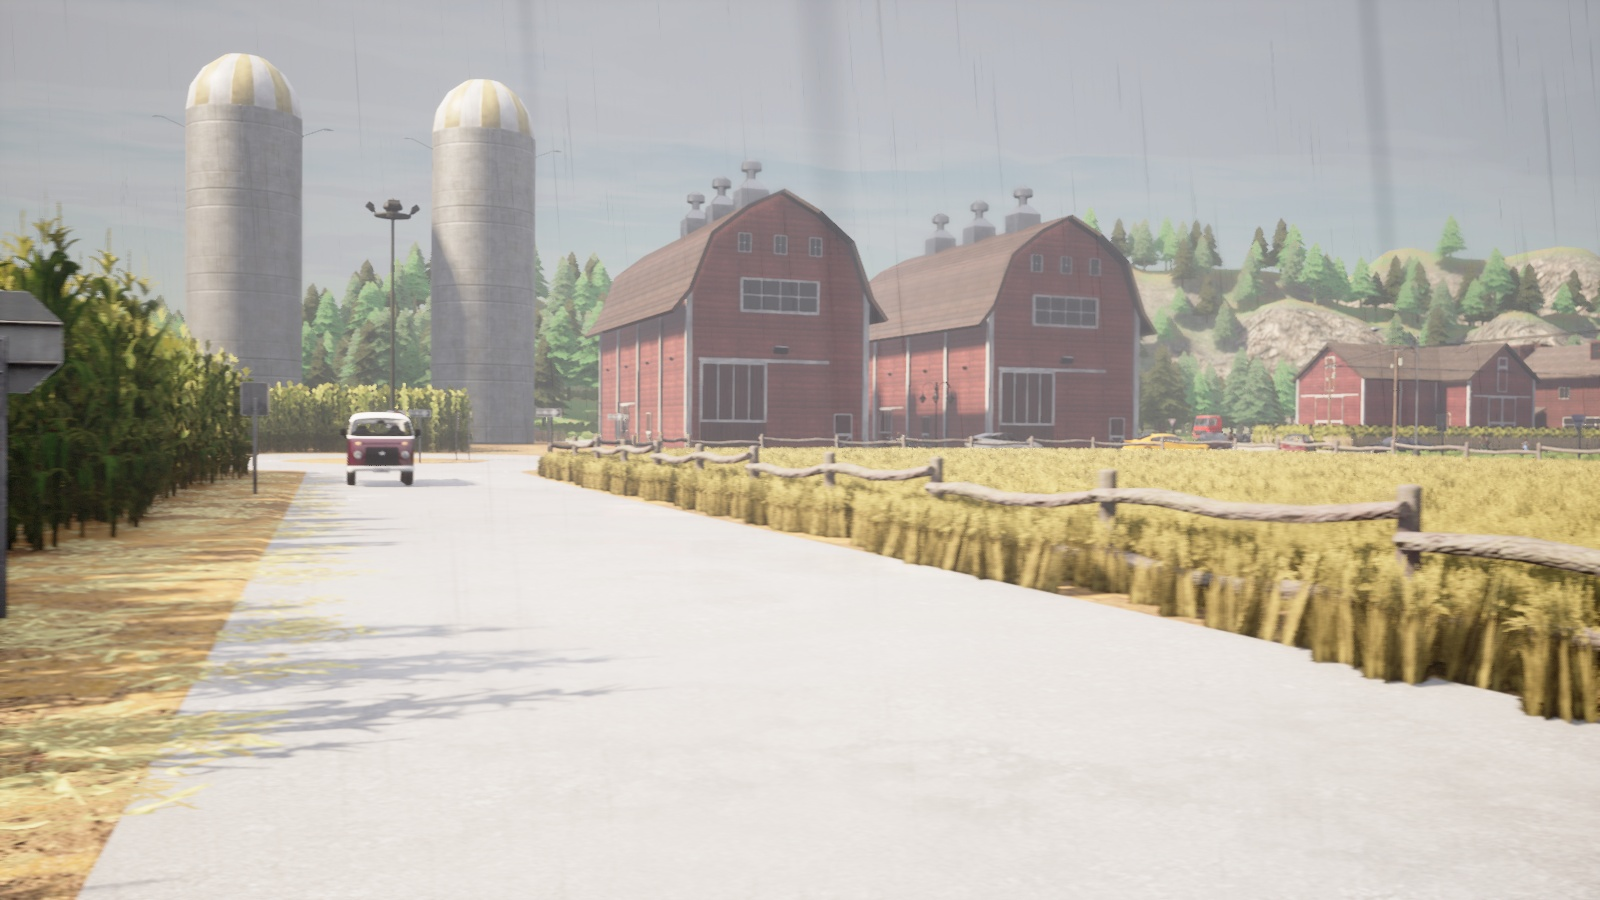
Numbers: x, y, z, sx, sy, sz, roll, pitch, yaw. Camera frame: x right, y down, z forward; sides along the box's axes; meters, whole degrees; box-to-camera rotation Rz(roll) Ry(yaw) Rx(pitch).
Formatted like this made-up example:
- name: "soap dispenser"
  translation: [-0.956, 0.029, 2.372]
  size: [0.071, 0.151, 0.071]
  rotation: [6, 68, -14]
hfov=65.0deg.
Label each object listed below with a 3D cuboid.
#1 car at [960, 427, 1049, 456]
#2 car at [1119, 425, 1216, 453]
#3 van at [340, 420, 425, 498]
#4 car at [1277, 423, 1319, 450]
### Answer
- name: "car"
  translation: [11.368, -0.486, 69.729]
  size: [4.514, 1.525, 2.007]
  rotation: [-1, 1, -24]
- name: "car"
  translation: [21.216, -0.626, 72.564]
  size: [5.008, 1.535, 1.882]
  rotation: [-1, 1, -3]
- name: "van"
  translation: [-11.859, 0.201, 35.470]
  size: [2.069, 2.038, 4.480]
  rotation: [-1, 1, -21]
- name: "car"
  translation: [30.416, -0.838, 76.710]
  size: [1.789, 1.549, 3.705]
  rotation: [0, 2, 31]
